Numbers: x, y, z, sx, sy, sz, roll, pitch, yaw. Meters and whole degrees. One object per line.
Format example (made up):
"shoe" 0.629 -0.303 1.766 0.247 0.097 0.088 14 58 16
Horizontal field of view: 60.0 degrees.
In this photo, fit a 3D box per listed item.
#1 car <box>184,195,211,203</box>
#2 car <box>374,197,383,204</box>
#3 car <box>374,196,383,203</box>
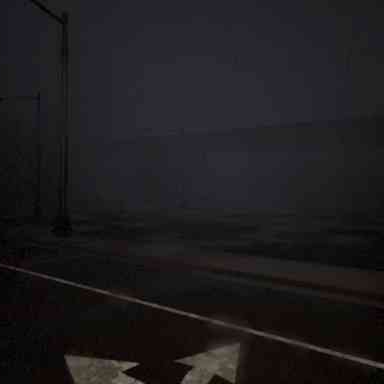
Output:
"car" 0.961 1.314 62.468 5.357 1.411 2.033 1 1 -20
"car" 39.314 1.735 68.331 2.038 1.542 4.974 1 1 6
"car" 39.321 1.577 68.381 1.853 1.218 4.536 1 1 6
